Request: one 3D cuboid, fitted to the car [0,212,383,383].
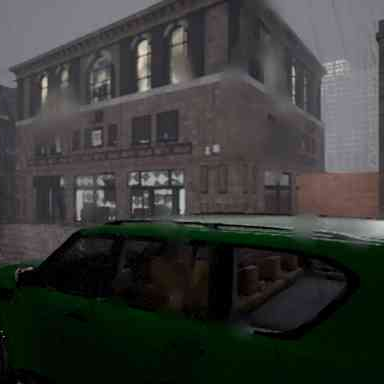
[{"bbox_3d":[-0.276,1.255,3.586,5.566,2.045,2.150,-1,-1,36],"label":"car"}]
